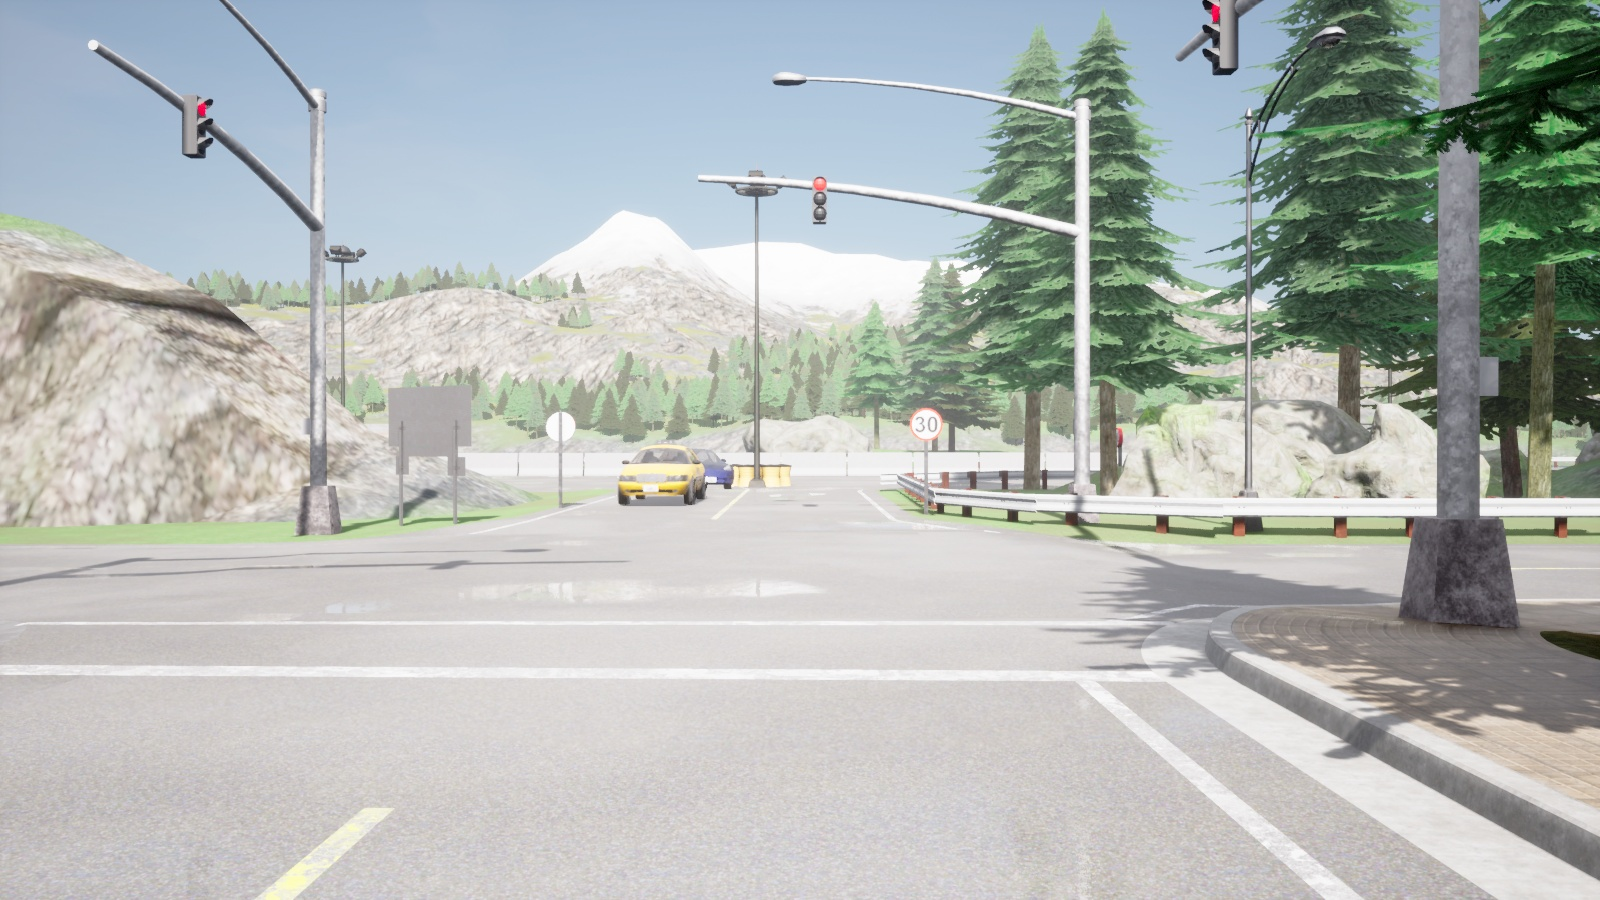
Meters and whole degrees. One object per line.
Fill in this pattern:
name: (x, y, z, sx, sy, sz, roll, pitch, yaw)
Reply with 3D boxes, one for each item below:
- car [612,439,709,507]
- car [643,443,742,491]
car: (-3.420, 0.503, 31.726, 1.801, 1.575, 5.366, 0, 0, 0)
car: (-3.749, 0.634, 42.973, 2.163, 1.488, 4.792, 1, -3, -21)
